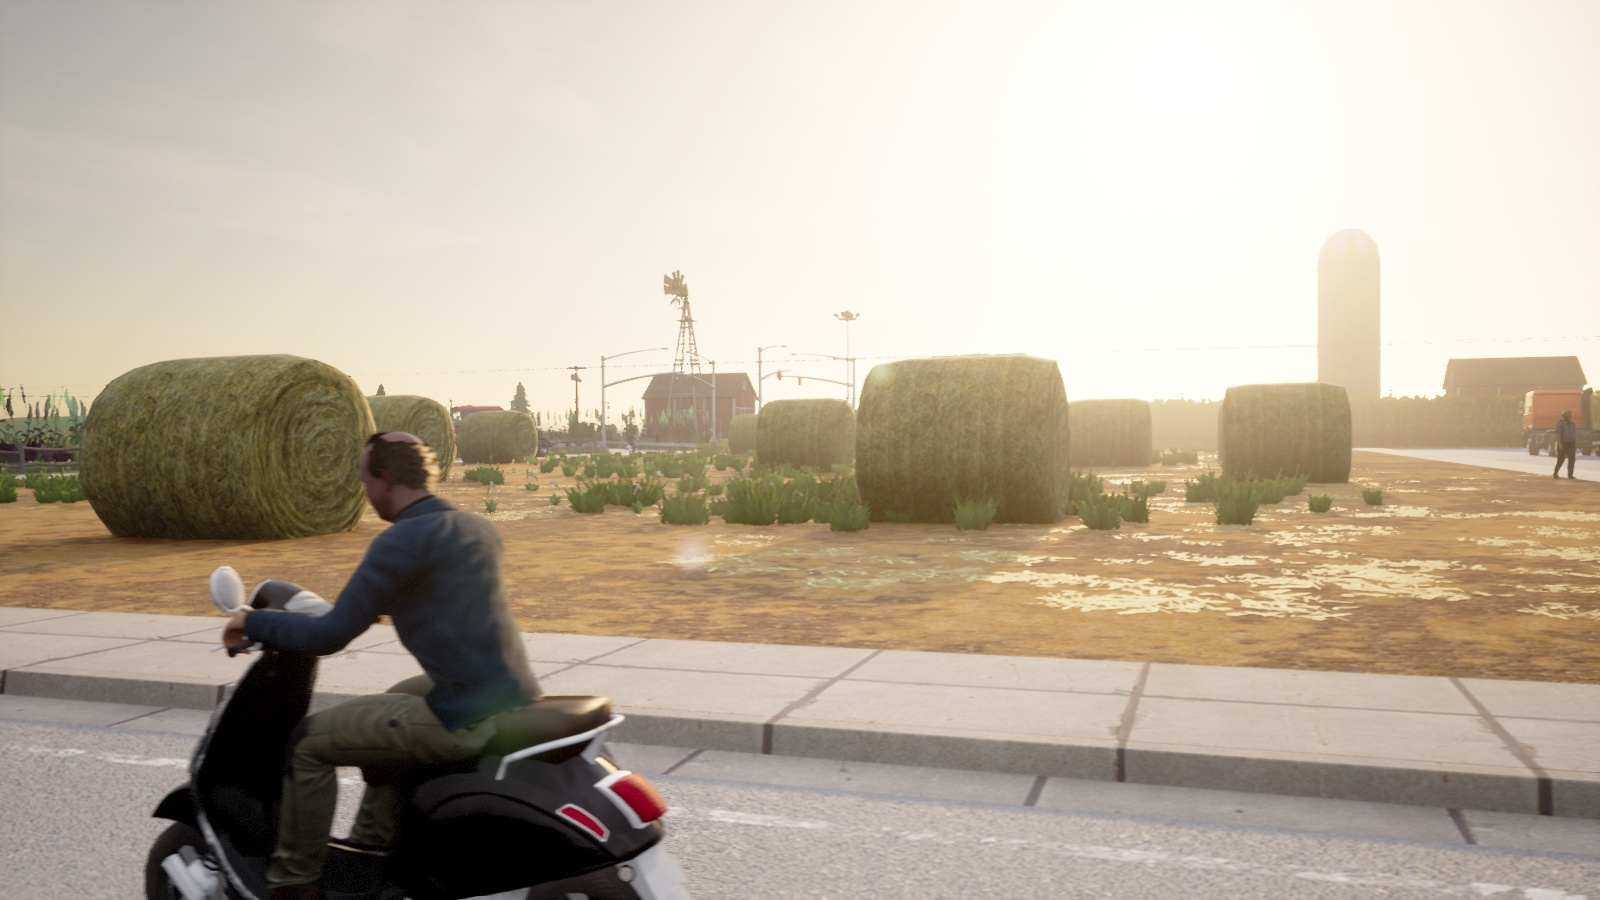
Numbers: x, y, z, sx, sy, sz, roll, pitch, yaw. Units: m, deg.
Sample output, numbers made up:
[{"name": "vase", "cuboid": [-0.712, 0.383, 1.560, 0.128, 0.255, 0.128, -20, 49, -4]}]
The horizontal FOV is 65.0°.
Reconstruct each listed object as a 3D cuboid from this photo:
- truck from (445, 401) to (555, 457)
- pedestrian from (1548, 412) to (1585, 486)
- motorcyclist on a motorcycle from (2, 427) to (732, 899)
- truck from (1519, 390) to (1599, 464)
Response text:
[{"name": "truck", "cuboid": [-19.250, -1.339, 81.138, 2.891, 3.462, 7.936, 0, 1, 21]}, {"name": "pedestrian", "cuboid": [19.545, -0.031, 32.031, 0.540, 1.848, 0.694, 0, 1, 2]}, {"name": "motorcyclist on a motorcycle", "cuboid": [-1.202, 0.733, 3.597, 1.817, 1.590, 0.866, 0, 1, 19]}, {"name": "truck", "cuboid": [38.524, -1.121, 62.680, 2.891, 3.462, 7.936, 0, 1, 18]}]
